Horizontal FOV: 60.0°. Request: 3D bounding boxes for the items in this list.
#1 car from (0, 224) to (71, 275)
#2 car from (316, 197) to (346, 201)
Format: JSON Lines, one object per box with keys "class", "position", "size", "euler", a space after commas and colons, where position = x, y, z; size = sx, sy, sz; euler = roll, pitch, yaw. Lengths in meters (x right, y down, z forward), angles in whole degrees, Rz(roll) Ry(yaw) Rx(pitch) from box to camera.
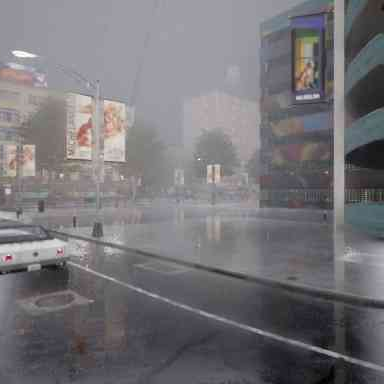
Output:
{"class": "car", "position": [-5.477, 1.600, 9.952], "size": [1.895, 1.301, 4.718], "euler": [0, 0, -43]}
{"class": "car", "position": [17.422, 1.320, 42.551], "size": [4.674, 1.452, 2.002], "euler": [0, 0, -42]}
